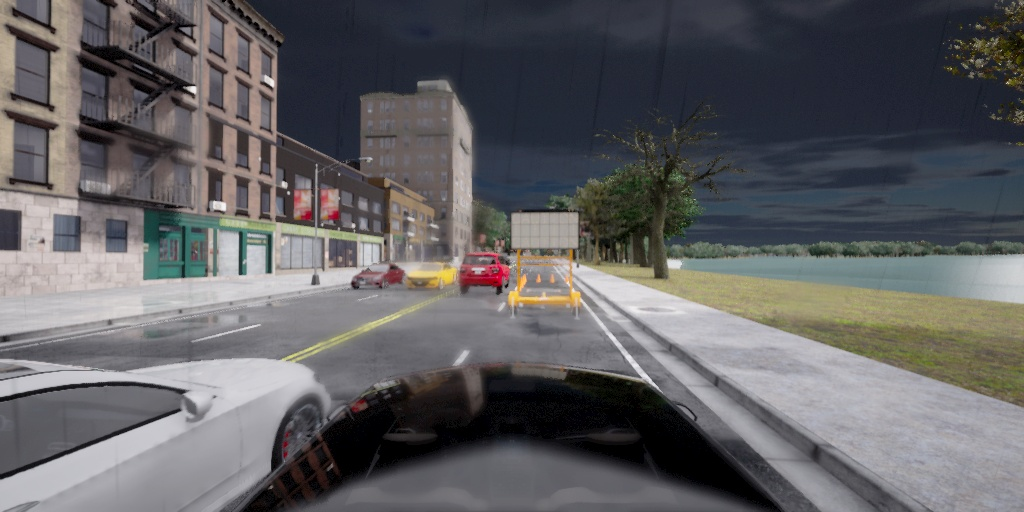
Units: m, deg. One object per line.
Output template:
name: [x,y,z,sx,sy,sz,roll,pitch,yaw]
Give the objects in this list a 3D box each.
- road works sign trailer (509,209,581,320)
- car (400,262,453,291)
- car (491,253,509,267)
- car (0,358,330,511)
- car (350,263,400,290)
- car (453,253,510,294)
road works sign trailer: [1.149,0.180,12.619,2.380,3.560,2.880,0,0,5]
car: [-4.691,1.134,21.538,1.882,1.535,5.008,0,0,5]
car: [-1.757,0.576,54.776,2.150,2.045,5.566,0,0,5]
car: [-2.960,1.275,1.838,1.812,1.442,4.674,0,0,5]
car: [-7.928,1.181,21.830,1.812,1.442,4.674,0,0,5]
car: [-1.383,0.885,19.741,2.150,2.045,5.566,0,0,5]
